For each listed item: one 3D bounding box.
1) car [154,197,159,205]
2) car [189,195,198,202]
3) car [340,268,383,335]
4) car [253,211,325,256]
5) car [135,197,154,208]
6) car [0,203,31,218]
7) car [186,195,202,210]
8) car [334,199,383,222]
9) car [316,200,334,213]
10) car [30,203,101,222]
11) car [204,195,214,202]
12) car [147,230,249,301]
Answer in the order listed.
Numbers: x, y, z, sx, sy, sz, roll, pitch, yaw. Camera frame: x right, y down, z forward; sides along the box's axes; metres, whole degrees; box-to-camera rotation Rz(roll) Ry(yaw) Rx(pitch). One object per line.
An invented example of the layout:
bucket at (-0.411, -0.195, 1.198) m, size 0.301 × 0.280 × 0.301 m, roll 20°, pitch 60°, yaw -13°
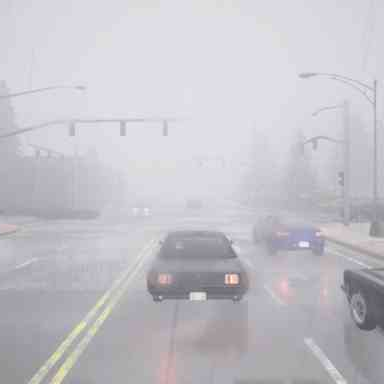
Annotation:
car at (-6.850, 1.559, 57.352) m, size 1.994 × 1.385 × 4.181 m, roll 0°, pitch 0°, yaw 0°
car at (0.320, 1.494, 75.000) m, size 1.837 × 1.490 × 4.892 m, roll 0°, pitch 0°, yaw 0°
car at (3.612, 1.600, 3.932) m, size 1.895 × 1.301 × 4.718 m, roll 0°, pitch 0°, yaw 0°
car at (3.634, 1.525, 13.035) m, size 1.812 × 1.442 × 4.674 m, roll 0°, pitch 0°, yaw 0°
car at (-6.901, 1.522, 47.328) m, size 1.812 × 1.442 × 4.674 m, roll 0°, pitch 0°, yaw 0°
car at (-14.359, 1.598, 29.393) m, size 4.718 × 1.301 × 1.895 m, roll 0°, pitch 0°, yaw 0°
car at (0.282, 1.474, 43.810) m, size 1.882 × 1.535 × 5.008 m, roll 1°, pitch 0°, yaw 4°
car at (13.837, 1.503, 25.341) m, size 4.892 × 1.490 × 1.837 m, roll 0°, pitch 0°, yaw 0°
car at (16.073, 1.474, 36.017) m, size 5.008 × 1.535 × 1.882 m, roll 0°, pitch 0°, yaw 0°
car at (-9.558, 1.599, 25.851) m, size 4.718 × 1.301 × 1.895 m, roll 0°, pitch 0°, yaw 1°
car at (3.819, 1.348, 74.920) m, size 2.097 × 1.767 × 4.553 m, roll 0°, pitch 0°, yaw 0°
car at (0.097, 1.600, 8.243) m, size 1.895 × 1.301 × 4.718 m, roll 0°, pitch 0°, yaw 0°
